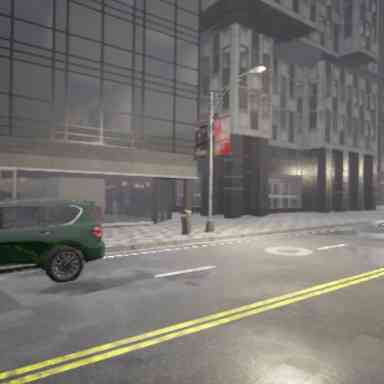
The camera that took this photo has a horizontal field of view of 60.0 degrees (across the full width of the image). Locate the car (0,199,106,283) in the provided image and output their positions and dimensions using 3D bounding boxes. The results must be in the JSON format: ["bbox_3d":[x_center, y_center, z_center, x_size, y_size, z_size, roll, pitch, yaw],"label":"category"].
[{"bbox_3d":[-4.951,1.222,8.138,5.566,2.045,2.150,0,0,-36],"label":"car"}]
